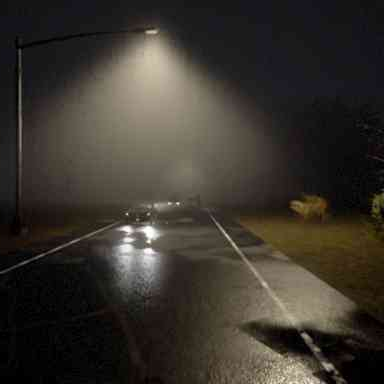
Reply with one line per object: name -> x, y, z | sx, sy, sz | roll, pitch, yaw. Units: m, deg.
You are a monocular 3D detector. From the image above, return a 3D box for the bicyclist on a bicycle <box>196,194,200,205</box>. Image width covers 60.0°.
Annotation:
bicyclist on a bicycle -> 0.965, 1.214, 55.120 | 0.659, 1.776, 1.843 | 0, 0, 0

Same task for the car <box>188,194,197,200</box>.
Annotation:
car -> 0.003, 1.149, 81.244 | 2.128, 1.511, 4.902 | 0, 0, 0

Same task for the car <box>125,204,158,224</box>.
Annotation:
car -> -3.599, 1.532, 24.233 | 1.895, 1.301, 4.718 | 0, 0, 0

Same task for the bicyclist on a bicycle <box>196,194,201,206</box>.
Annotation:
bicyclist on a bicycle -> 0.964, 1.239, 46.120 | 0.659, 1.776, 1.843 | 0, 0, 0

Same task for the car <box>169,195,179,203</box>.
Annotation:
car -> -3.508, 1.290, 65.691 | 1.882, 1.535, 5.008 | 0, 0, 0

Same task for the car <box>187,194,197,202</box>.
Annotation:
car -> 0.003, 1.393, 70.803 | 1.895, 1.301, 4.718 | 0, 0, 0
